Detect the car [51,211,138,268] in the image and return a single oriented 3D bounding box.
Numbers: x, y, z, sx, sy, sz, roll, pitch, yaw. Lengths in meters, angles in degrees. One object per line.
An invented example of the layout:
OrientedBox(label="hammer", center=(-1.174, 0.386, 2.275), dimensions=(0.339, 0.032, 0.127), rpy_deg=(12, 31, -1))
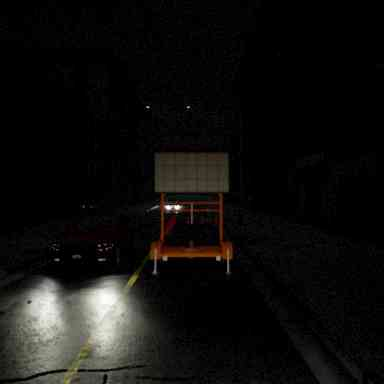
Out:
OrientedBox(label="car", center=(-3.108, 1.468, 11.471), dimensions=(1.882, 1.535, 5.008), rpy_deg=(0, 0, 0))

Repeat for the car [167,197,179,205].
OrientedBox(label="car", center=(-3.113, 1.524, 54.787), dimensions=(1.895, 1.301, 4.718), rpy_deg=(0, 0, 0))

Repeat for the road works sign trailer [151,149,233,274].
OrientedBox(label="road works sign trailer", center=(-0.005, 0.456, 10.472), dimensions=(2.380, 3.560, 2.880), rpy_deg=(0, 0, 0))
